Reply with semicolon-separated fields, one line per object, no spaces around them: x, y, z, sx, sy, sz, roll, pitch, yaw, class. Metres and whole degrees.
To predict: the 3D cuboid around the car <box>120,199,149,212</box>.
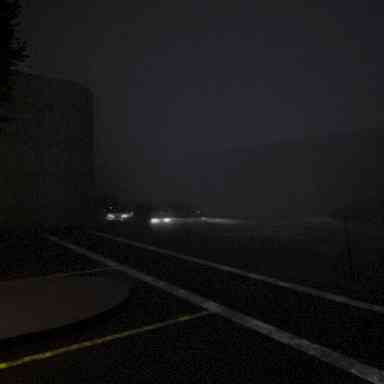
-7.258;1.650;41.654;1.994;1.385;4.181;0;0;-34;car

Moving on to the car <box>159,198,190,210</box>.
-2.556;1.612;47.488;2.128;1.511;4.902;0;0;-35;car

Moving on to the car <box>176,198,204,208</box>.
-0.361;1.663;50.432;1.812;1.442;4.674;0;0;-35;car

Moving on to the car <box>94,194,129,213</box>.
-9.567;1.293;38.844;2.150;2.045;5.566;0;0;-35;car

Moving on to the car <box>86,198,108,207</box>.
-15.177;1.652;52.988;1.994;1.385;4.181;0;0;-35;car

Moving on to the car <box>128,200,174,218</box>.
-3.820;1.633;30.630;1.994;1.385;4.181;0;0;-35;car

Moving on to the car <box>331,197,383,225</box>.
12.997;1.470;25.262;2.097;1.767;4.553;0;0;-35;car

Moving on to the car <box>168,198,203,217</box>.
-0.820;1.577;32.447;2.128;1.511;4.902;0;0;-35;car
